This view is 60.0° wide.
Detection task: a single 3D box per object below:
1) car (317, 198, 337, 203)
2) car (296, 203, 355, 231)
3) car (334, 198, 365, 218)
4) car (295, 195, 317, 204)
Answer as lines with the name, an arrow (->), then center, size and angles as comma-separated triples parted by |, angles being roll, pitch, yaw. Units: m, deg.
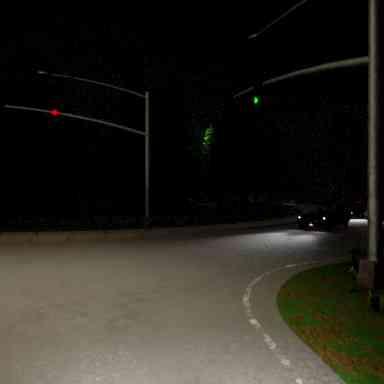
car -> 16.522, 1.478, 39.048 | 1.837, 1.490, 4.892 | 0, 0, 8
car -> 8.311, 1.574, 20.792 | 1.895, 1.301, 4.718 | 0, 0, 42
car -> 13.811, 1.537, 29.127 | 1.994, 1.385, 4.181 | 0, 0, 22
car -> 19.488, 1.325, 56.404 | 2.097, 1.767, 4.553 | 0, 0, -16
